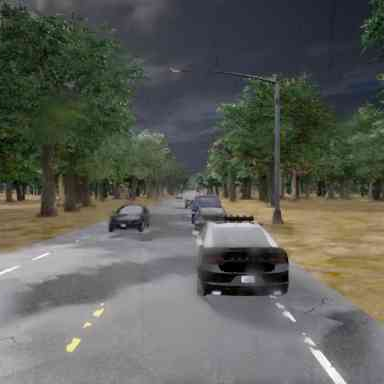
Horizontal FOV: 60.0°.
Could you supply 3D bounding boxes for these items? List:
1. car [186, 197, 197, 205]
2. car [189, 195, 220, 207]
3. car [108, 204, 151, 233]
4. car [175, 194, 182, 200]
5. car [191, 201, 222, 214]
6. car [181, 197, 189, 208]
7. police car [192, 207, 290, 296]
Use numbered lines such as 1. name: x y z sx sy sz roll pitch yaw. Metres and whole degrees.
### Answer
1. car: -0.022 1.550 60.623 1.895 1.301 4.718 0 0 0
2. car: 1.041 1.222 24.729 2.150 2.045 5.566 0 0 0
3. car: -3.607 1.477 19.931 1.882 1.535 5.008 0 0 0
4. car: -3.531 1.340 88.021 1.882 1.535 5.008 0 0 0
5. car: 1.043 1.506 18.697 1.837 1.490 4.892 0 0 0
6. car: 0.013 1.468 46.151 2.128 1.511 4.902 0 0 0
7. police car: 1.047 1.428 8.804 1.930 1.638 5.238 0 0 0
